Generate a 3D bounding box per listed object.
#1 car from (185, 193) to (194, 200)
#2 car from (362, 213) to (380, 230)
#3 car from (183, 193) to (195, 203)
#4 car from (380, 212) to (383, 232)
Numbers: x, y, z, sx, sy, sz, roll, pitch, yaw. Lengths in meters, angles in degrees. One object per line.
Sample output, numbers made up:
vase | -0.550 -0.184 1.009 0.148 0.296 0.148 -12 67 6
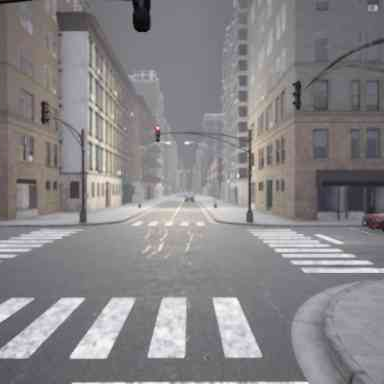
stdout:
car | -0.502 1.002 70.317 1.812 1.442 4.674 0 0 0
car | 11.648 1.436 18.110 4.507 1.381 1.887 0 1 0
car | -0.430 1.218 60.313 1.812 1.442 4.674 0 0 0
car | 11.783 1.518 15.573 4.718 1.301 1.895 0 1 -3
